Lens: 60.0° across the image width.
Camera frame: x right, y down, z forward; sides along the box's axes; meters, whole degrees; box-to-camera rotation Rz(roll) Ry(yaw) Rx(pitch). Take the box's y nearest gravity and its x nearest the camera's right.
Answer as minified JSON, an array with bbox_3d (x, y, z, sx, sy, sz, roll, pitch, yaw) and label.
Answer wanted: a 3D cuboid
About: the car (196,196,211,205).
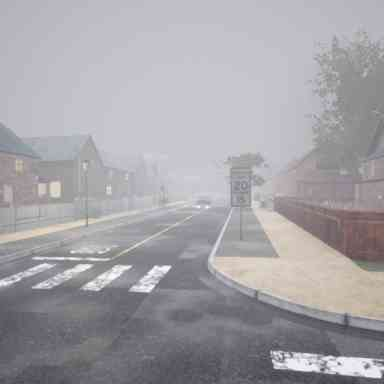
[{"bbox_3d":[1.867,1.286,50.794,1.994,1.385,4.181,-1,0,8],"label":"car"}]
